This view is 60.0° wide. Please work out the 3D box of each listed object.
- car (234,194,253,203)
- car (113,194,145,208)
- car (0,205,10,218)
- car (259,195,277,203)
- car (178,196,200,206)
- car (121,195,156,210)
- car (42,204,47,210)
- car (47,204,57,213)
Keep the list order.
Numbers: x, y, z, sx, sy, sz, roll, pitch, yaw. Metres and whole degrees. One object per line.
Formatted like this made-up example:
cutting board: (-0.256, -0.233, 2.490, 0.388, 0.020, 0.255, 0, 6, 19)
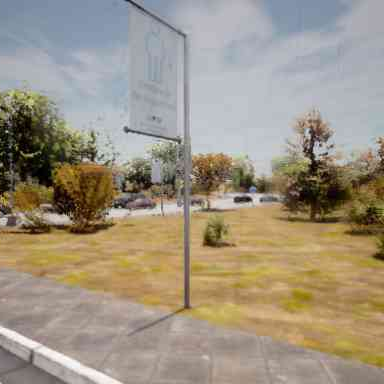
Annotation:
car: (9.194, 1.157, 59.172, 1.882, 1.535, 5.008, 0, 1, 34)
car: (-8.875, 1.258, 47.288, 2.150, 2.045, 5.566, 0, 0, 39)
car: (-18.741, 1.603, 29.385, 1.837, 1.490, 4.892, 0, 0, 38)
car: (13.631, 1.161, 59.513, 2.033, 1.411, 5.357, 0, 1, 32)
car: (-0.229, 1.395, 52.450, 2.128, 1.511, 4.902, 0, 1, 39)
car: (-6.744, 1.561, 44.339, 1.812, 1.442, 4.674, 0, 0, 38)
car: (-15.489, 1.702, 39.045, 1.895, 1.301, 4.718, 0, 0, 39)
car: (-12.987, 1.444, 36.570, 2.097, 1.767, 4.553, 0, 0, 39)
